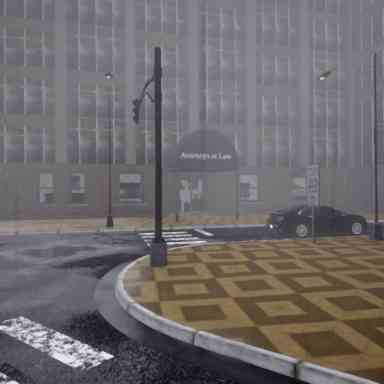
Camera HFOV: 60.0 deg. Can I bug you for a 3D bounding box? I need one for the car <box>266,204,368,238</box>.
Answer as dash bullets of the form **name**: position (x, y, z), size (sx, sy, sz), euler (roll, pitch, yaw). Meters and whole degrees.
- **car**: position (6.012, 1.321, 15.951), size (4.892, 1.490, 1.837), euler (0, 0, -14)
